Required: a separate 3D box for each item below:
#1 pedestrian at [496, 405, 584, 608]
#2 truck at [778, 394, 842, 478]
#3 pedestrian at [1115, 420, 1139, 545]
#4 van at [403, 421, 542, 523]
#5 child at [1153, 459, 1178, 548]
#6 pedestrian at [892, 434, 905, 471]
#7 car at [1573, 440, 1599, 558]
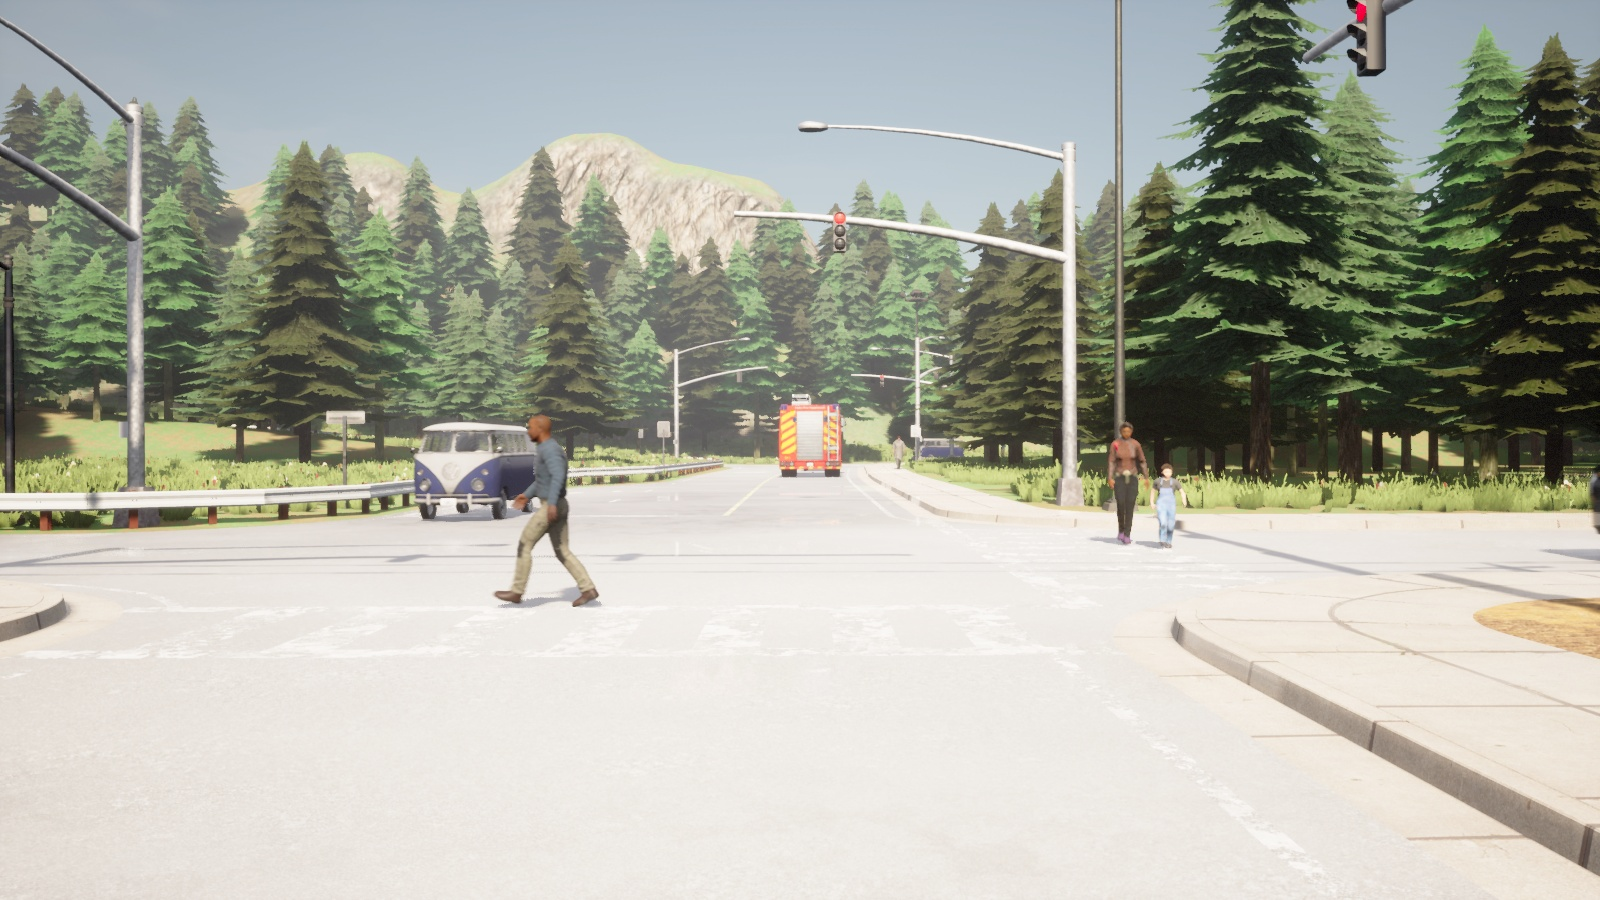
[{"bbox_3d":[-2.391,0.513,11.588,0.726,1.835,0.370,0,0,1],"label":"pedestrian"},{"bbox_3d":[0.581,-0.660,61.508,2.891,3.827,8.468,0,0,2],"label":"truck"},{"bbox_3d":[4.836,0.471,18.613,0.328,1.805,0.869,0,0,14],"label":"pedestrian"},{"bbox_3d":[-6.844,0.415,26.733,1.775,1.987,4.442,0,0,0],"label":"van"},{"bbox_3d":[5.248,0.762,18.032,0.270,1.263,0.437,0,0,6],"label":"child"},{"bbox_3d":[5.315,0.130,67.783,0.659,1.952,0.873,0,0,5],"label":"pedestrian"},{"bbox_3d":[12.622,0.630,15.818,4.514,1.525,2.007,0,0,1],"label":"car"}]
